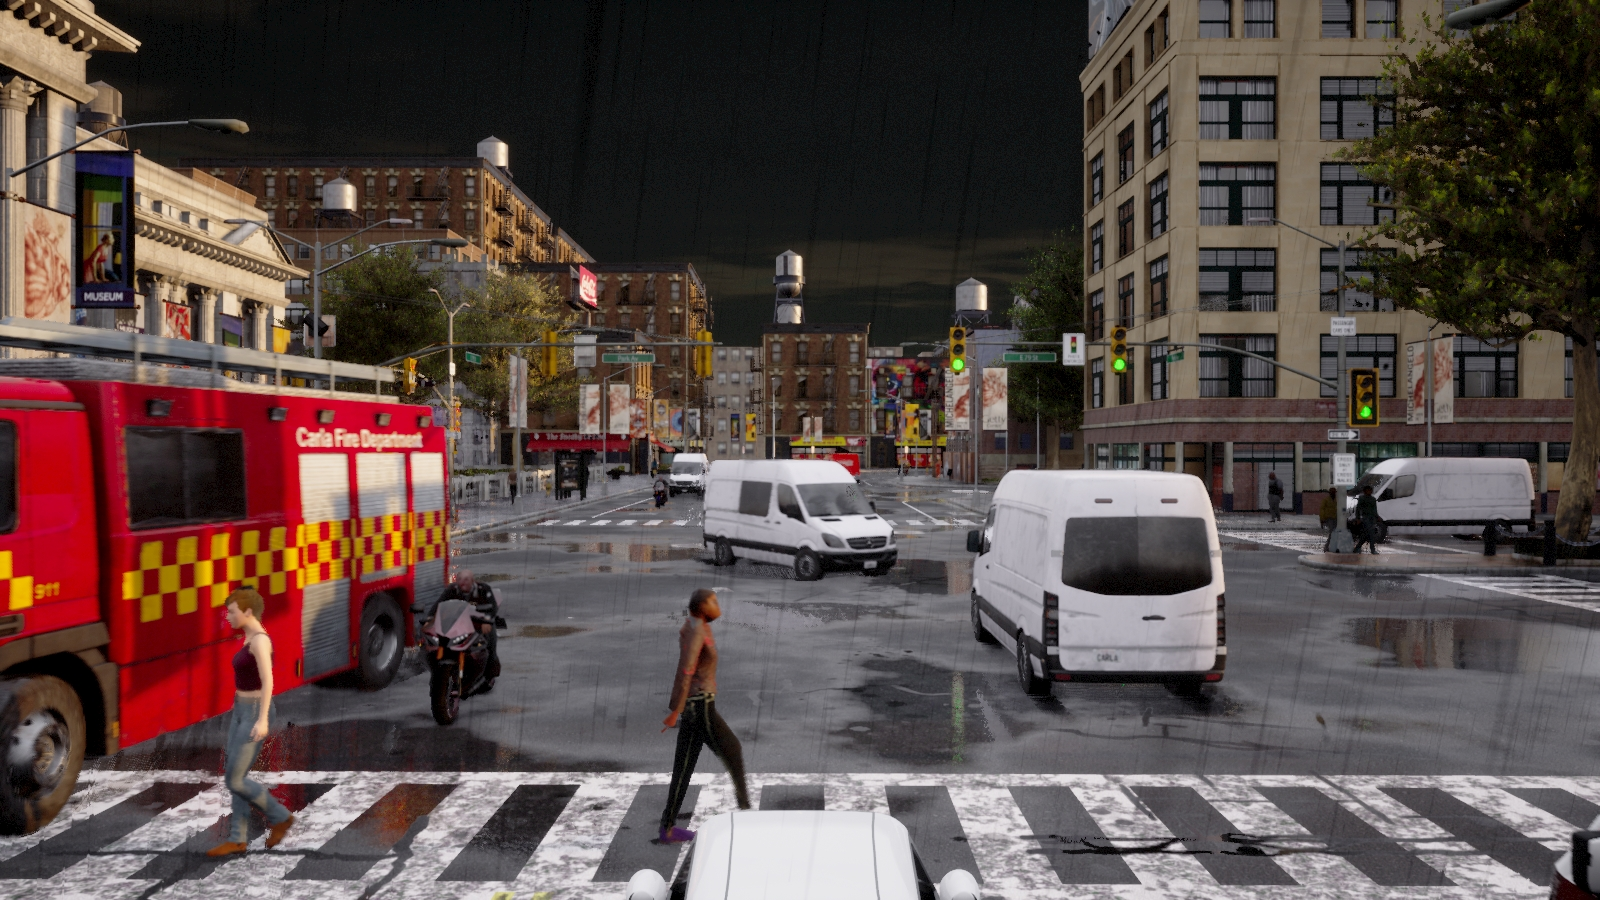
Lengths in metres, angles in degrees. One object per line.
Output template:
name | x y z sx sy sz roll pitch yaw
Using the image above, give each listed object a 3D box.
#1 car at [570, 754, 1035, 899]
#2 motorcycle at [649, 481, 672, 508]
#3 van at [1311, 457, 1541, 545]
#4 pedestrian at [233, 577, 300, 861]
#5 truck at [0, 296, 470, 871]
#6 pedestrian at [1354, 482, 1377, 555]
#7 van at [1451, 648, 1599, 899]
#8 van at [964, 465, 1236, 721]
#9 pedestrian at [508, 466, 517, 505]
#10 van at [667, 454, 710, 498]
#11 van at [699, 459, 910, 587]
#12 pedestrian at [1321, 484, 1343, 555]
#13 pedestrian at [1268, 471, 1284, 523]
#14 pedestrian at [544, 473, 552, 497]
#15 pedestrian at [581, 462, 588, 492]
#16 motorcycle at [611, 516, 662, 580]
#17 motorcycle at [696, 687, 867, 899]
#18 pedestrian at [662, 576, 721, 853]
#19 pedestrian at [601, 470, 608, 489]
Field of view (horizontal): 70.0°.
car | 0.010 2.118 4.246 1.481 1.376 2.207 0 0 0
motorcycle | -6.817 2.183 56.000 0.867 1.251 2.209 0 0 0
van | 19.061 1.521 34.980 5.915 2.561 1.988 0 0 1
pedestrian | -3.727 1.845 7.982 0.375 1.860 0.375 0 0 -34
truck | -6.321 0.885 10.835 2.891 3.827 8.468 0 0 8
pedestrian | 14.506 1.748 29.303 0.375 1.860 0.375 0 0 -9
van | 3.516 1.783 2.117 2.069 2.038 4.480 0 0 0
van | 3.551 1.529 14.849 1.988 2.561 5.915 0 0 0
pedestrian | -13.641 1.676 54.280 0.375 1.860 0.375 0 0 -8
van | -6.761 1.508 69.822 1.988 2.561 5.915 0 0 0
van | -0.081 1.524 26.400 1.988 2.561 5.915 -1 0 -32
pedestrian | 14.071 1.836 30.230 0.375 1.860 0.375 0 0 -4
pedestrian | 17.082 1.680 40.976 0.375 1.860 0.375 0 0 -22
pedestrian | -13.902 1.951 63.081 0.375 1.300 0.375 0 0 -2
pedestrian | -13.410 1.668 71.128 0.375 1.860 0.375 0 0 4
motorcycle | -3.691 2.194 25.966 0.867 1.251 2.209 0 0 -1
motorcycle | -0.089 2.179 6.613 0.856 1.236 1.805 0 0 0
pedestrian | -0.770 1.846 8.092 0.375 1.860 0.375 0 0 -12
pedestrian | -12.934 1.947 75.497 0.375 1.300 0.375 0 0 6
